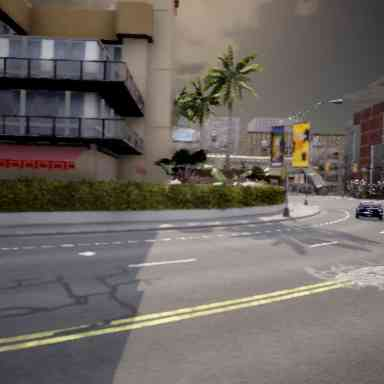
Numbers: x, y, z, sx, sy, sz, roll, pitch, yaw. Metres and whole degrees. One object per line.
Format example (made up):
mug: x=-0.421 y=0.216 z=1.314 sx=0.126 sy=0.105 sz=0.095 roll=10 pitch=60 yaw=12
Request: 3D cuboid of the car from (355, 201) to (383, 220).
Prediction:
car: x=14.213 y=1.439 z=26.596 sx=1.895 sy=1.301 sz=4.718 roll=3 pitch=1 yaw=29
